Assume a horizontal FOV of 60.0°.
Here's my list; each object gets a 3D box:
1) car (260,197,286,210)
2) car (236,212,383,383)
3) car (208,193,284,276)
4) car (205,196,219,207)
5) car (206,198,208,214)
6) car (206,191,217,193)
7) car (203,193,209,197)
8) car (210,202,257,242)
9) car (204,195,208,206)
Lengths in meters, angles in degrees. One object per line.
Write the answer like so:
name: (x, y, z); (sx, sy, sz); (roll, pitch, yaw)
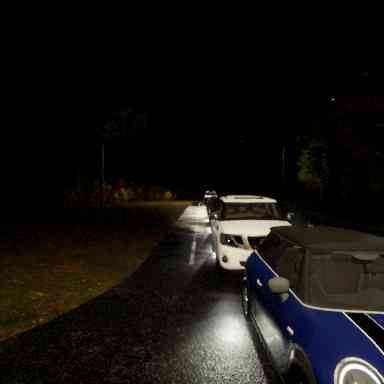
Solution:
car: (9.595, 1.340, 39.821); (2.033, 1.411, 5.357); (0, 0, 1)
car: (1.941, 1.338, 4.111); (2.097, 1.767, 4.553); (0, 0, 0)
car: (1.759, 1.160, 10.458); (2.150, 2.045, 5.566); (0, 0, 1)
car: (2.862, 1.314, 47.958); (1.994, 1.385, 4.181); (0, 0, 3)
car: (2.106, 1.379, 23.044); (1.837, 1.490, 4.892); (0, 0, 2)
car: (3.080, 0.937, 54.390); (2.150, 2.045, 5.566); (0, 0, 3)
car: (2.645, 1.274, 41.550); (2.128, 1.511, 4.902); (0, 0, 2)
car: (1.928, 1.383, 16.797); (1.882, 1.535, 5.008); (0, 0, 2)
car: (2.282, 1.321, 29.297); (1.882, 1.535, 5.008); (0, 0, 2)
